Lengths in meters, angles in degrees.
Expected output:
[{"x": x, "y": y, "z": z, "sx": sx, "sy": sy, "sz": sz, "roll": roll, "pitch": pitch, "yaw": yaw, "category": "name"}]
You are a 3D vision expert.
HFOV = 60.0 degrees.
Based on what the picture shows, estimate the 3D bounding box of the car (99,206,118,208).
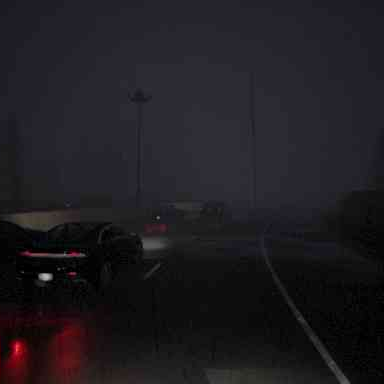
[{"x": -7.463, "y": 1.764, "z": 35.306, "sx": 2.033, "sy": 1.411, "sz": 5.357, "roll": 0, "pitch": 0, "yaw": 21, "category": "car"}]

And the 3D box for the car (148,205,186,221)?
[{"x": -2.036, "y": 1.806, "z": 29.033, "sx": 1.895, "sy": 1.301, "sz": 4.718, "roll": 0, "pitch": 0, "yaw": 18, "category": "car"}]

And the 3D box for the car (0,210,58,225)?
[{"x": -6.186, "y": 1.513, "z": 9.903, "sx": 1.882, "sy": 1.535, "sz": 5.008, "roll": 0, "pitch": 0, "yaw": 6, "category": "car"}]

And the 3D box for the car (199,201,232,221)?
[{"x": 2.261, "y": 1.597, "z": 30.595, "sx": 2.097, "sy": 1.767, "sz": 4.553, "roll": 0, "pitch": 0, "yaw": 20, "category": "car"}]

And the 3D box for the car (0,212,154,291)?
[{"x": -2.741, "y": 1.544, "z": 9.223, "sx": 2.128, "sy": 1.511, "sz": 4.902, "roll": 0, "pitch": 0, "yaw": 6, "category": "car"}]

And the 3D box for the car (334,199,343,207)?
[{"x": 28.502, "y": 2.163, "z": 62.665, "sx": 4.892, "sy": 1.490, "sz": 1.837, "roll": 1, "pitch": -1, "yaw": -43, "category": "car"}]

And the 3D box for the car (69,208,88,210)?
[{"x": -10.996, "y": 1.419, "z": 35.722, "sx": 2.150, "sy": 2.045, "sz": 5.566, "roll": 0, "pitch": -1, "yaw": 20, "category": "car"}]
